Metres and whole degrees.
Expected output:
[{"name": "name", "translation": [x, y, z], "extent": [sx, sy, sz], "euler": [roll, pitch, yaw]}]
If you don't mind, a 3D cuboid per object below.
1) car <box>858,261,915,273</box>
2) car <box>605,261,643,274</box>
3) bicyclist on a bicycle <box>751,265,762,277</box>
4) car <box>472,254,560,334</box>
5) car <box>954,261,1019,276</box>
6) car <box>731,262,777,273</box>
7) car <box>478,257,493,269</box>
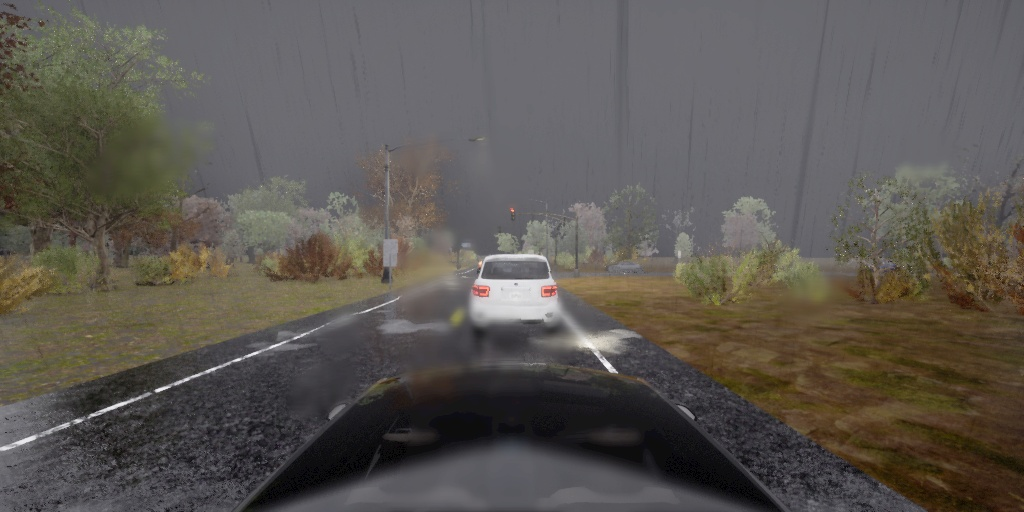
[{"name": "car", "translation": [42.457, 1.257, 40.745], "extent": [5.008, 1.535, 1.882], "euler": [0, 0, 4]}, {"name": "car", "translation": [13.050, 1.323, 41.791], "extent": [4.181, 1.385, 1.994], "euler": [0, 0, 2]}, {"name": "bicyclist on a bicycle", "translation": [24.009, 1.223, 35.244], "extent": [0.582, 1.620, 1.656], "euler": [0, 0, 1]}, {"name": "car", "translation": [0.086, 0.971, 10.753], "extent": [2.150, 2.045, 5.566], "euler": [0, 0, 0]}, {"name": "car", "translation": [49.064, 1.279, 37.129], "extent": [4.902, 1.511, 2.128], "euler": [0, 0, 5]}, {"name": "car", "translation": [27.905, 1.294, 41.449], "extent": [4.674, 1.442, 1.812], "euler": [0, 0, 2]}, {"name": "car", "translation": [-4.220, 1.104, 57.571], "extent": [2.097, 1.767, 4.553], "euler": [0, 0, -2]}]
